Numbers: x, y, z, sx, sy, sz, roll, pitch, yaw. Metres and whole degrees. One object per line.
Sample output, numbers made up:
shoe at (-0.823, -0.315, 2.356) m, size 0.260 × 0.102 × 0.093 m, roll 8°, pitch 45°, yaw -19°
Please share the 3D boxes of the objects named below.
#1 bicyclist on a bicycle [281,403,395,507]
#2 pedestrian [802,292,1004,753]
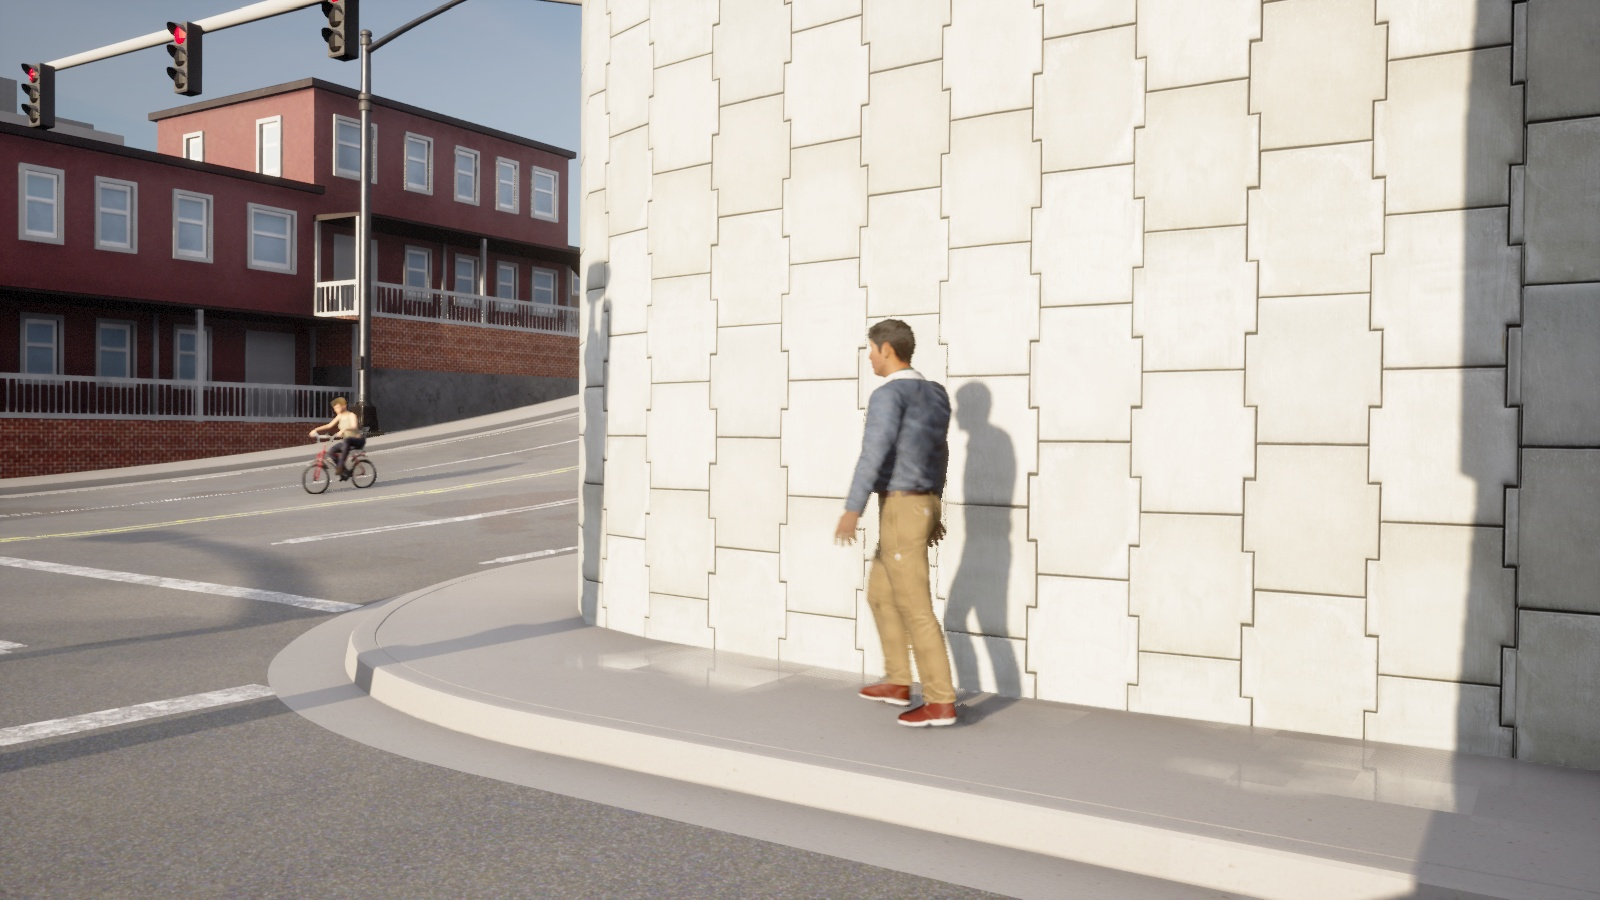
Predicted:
bicyclist on a bicycle at (-7.885, 0.061, 21.497) m, size 0.866 × 1.612 × 1.509 m, roll 0°, pitch 5°, yaw 33°
pedestrian at (0.464, 0.304, 5.689) m, size 0.788 × 1.949 × 0.423 m, roll 0°, pitch 1°, yaw 33°
